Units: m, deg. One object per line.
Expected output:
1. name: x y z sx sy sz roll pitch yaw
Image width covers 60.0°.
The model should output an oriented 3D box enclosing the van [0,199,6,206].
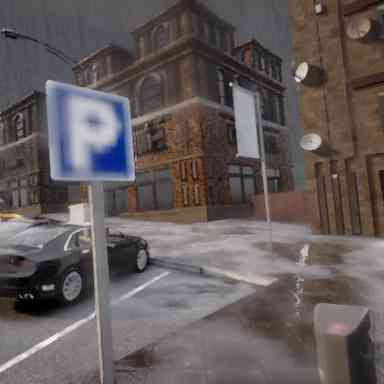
1. van: -9.749 1.266 14.084 1.878 1.987 4.442 0 -1 20

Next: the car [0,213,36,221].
1. car: -5.078 1.513 10.105 2.002 1.452 4.674 0 0 20

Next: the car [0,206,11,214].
1. car: -7.493 1.477 11.862 1.946 1.575 5.366 0 0 20

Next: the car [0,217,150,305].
1. car: -2.734 1.464 8.165 2.231 1.521 4.892 0 -1 20
